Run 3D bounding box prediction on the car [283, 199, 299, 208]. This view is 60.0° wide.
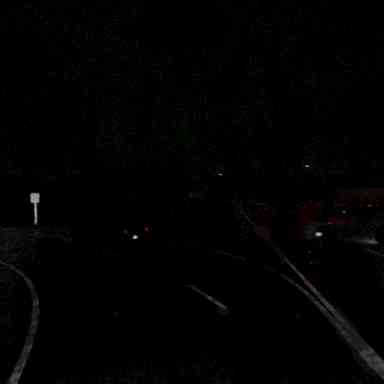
[{"bbox_3d":[16.992,1.922,57.367,1.837,1.490,4.892,-1,-1,6],"label":"car"}]

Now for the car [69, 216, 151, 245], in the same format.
[{"bbox_3d":[-4.373,1.893,17.150,4.718,1.301,1.895,-2,-1,40],"label":"car"}]

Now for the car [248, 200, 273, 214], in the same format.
[{"bbox_3d":[8.085,1.880,39.717,1.812,1.442,4.674,-1,-1,6],"label":"car"}]

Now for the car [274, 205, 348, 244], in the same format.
[{"bbox_3d":[5.626,1.600,16.519,2.128,1.511,4.902,-1,-1,6],"label":"car"}]

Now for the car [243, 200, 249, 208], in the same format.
[{"bbox_3d":[10.105,2.081,58.784,1.812,1.442,4.674,-1,-1,6],"label":"car"}]

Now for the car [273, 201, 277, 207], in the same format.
[{"bbox_3d":[13.544,2.050,58.021,1.994,1.385,4.181,-1,-1,6],"label":"car"}]

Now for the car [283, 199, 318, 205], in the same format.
[{"bbox_3d":[11.067,1.786,34.650,2.033,1.411,5.357,-1,-1,6],"label":"car"}]

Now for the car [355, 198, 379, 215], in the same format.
[{"bbox_3d":[18.228,1.480,35.847,2.097,1.767,4.553,-1,-1,6],"label":"car"}]

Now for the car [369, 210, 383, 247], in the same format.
[{"bbox_3d":[8.730,1.569,12.595,1.994,1.385,4.181,-1,-1,6],"label":"car"}]

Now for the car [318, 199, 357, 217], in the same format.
[{"bbox_3d":[14.454,1.689,33.415,1.812,1.442,4.674,-1,-1,6],"label":"car"}]

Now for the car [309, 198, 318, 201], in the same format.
[{"bbox_3d":[20.471,1.856,56.998,1.837,1.490,4.892,-1,-1,6],"label":"car"}]
